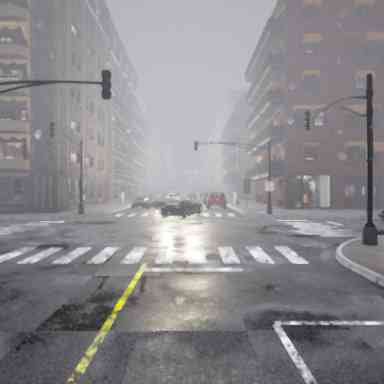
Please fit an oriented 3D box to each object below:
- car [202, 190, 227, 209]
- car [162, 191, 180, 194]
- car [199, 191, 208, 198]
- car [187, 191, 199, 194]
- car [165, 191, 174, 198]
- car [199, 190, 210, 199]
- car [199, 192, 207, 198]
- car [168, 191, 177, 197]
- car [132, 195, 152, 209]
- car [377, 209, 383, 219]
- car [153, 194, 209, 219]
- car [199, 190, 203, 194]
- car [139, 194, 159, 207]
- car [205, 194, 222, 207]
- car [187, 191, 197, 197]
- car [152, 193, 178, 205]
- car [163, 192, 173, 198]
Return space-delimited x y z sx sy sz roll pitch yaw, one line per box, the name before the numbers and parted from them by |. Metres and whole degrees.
car | 2.584 0.830 35.726 2.192 1.841 5.009 1 1 0
car | -2.828 0.909 45.805 1.812 1.442 4.674 0 1 0
car | 2.578 0.519 74.648 1.967 1.590 4.097 1 0 0
car | 0.001 0.723 65.727 1.994 1.385 4.181 0 1 0
car | -5.303 0.559 80.005 1.752 1.417 4.829 1 0 0
car | 2.580 0.442 69.082 2.192 1.841 5.009 1 0 0
car | 2.576 0.614 80.209 1.802 1.307 4.206 1 0 0
car | -5.303 0.495 91.304 2.008 1.369 4.403 1 0 0
car | -5.300 1.081 35.684 1.947 1.339 4.313 1 1 0
car | 14.355 1.307 20.862 4.718 1.301 1.895 0 0 -2
car | -0.735 1.220 25.964 2.128 1.511 4.902 1 2 22
car | 2.583 0.684 46.850 2.192 1.841 5.009 1 1 0
car | -5.300 1.007 41.244 1.947 1.339 4.313 1 1 0
car | 2.581 0.964 41.458 1.752 1.417 4.829 1 1 0
car | 0.000 0.440 75.734 2.033 1.411 5.357 0 0 0
car | -2.844 1.076 35.916 1.994 1.385 4.181 0 1 0
car | -5.303 0.630 74.614 2.008 1.369 4.403 1 0 0
